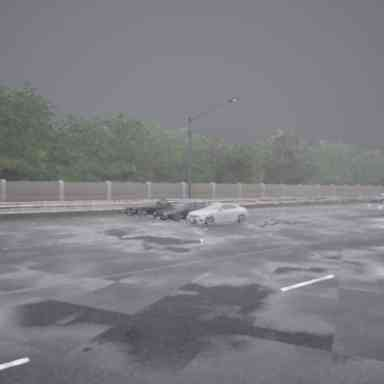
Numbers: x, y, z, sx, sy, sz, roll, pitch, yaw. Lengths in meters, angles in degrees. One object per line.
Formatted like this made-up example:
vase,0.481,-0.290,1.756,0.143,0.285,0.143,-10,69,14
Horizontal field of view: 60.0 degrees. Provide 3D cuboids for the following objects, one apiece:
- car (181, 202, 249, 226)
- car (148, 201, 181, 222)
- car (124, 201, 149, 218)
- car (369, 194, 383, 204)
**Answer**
car,1.828,1.434,22.459,4.674,1.442,1.812,0,0,-37
car,-0.267,1.454,25.264,5.357,1.411,2.033,0,0,-37
car,-3.198,1.382,27.484,4.718,1.301,1.895,-1,-1,-37
car,29.824,1.097,52.360,4.892,1.490,1.837,-1,-1,-37
